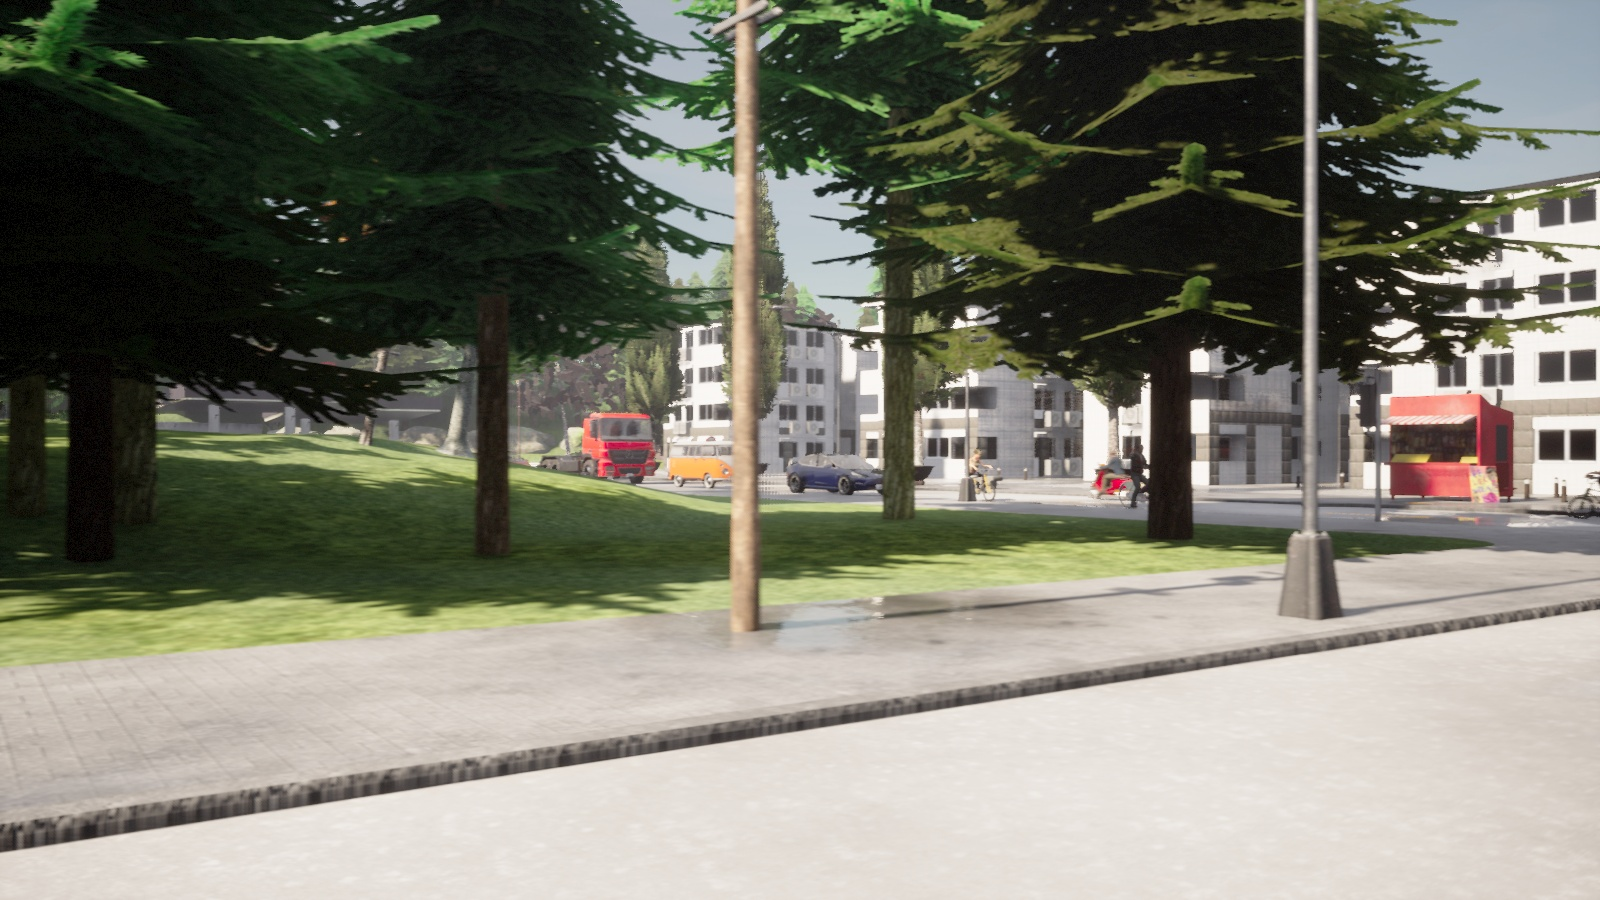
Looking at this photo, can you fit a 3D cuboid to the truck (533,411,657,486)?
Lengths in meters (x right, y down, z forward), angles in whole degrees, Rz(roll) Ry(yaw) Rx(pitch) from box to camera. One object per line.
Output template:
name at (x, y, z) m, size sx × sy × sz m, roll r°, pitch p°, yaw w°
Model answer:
truck at (-10.218, -0.063, 61.880) m, size 2.891 × 3.462 × 7.936 m, roll 0°, pitch 0°, yaw -35°

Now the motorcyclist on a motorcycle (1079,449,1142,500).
motorcyclist on a motorcycle at (9.872, 0.776, 39.988) m, size 0.866 × 1.590 × 1.817 m, roll 0°, pitch 0°, yaw -35°

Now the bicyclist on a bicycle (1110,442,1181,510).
bicyclist on a bicycle at (9.303, 0.679, 33.843) m, size 0.659 × 1.776 × 1.843 m, roll 0°, pitch 0°, yaw -34°

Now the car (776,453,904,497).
car at (1.359, 0.853, 45.220) m, size 2.163 × 1.488 × 4.792 m, roll 0°, pitch 0°, yaw -35°

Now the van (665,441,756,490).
van at (-3.809, 0.635, 52.658) m, size 1.775 × 1.987 × 4.442 m, roll 0°, pitch 0°, yaw -35°

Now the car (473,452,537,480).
car at (-16.806, 0.900, 71.391) m, size 2.007 × 1.525 × 4.514 m, roll 0°, pitch 0°, yaw -35°

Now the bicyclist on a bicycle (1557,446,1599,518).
bicyclist on a bicycle at (18.032, 0.712, 28.238) m, size 0.866 × 1.612 × 1.509 m, roll 0°, pitch 0°, yaw -34°

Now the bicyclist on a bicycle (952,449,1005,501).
bicyclist on a bicycle at (5.561, 0.766, 39.188) m, size 0.866 × 1.612 × 1.509 m, roll 0°, pitch 0°, yaw -35°
